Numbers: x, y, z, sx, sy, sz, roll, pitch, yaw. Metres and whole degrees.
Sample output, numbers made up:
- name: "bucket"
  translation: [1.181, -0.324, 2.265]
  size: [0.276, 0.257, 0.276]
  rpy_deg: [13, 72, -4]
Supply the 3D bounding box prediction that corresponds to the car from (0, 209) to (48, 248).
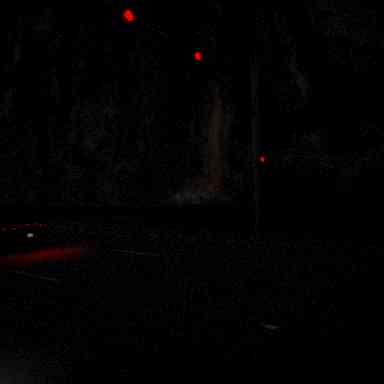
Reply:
- name: "car"
  translation: [-7.926, 1.424, 13.394]
  size: [5.008, 1.535, 1.882]
  rpy_deg: [0, 1, 33]
